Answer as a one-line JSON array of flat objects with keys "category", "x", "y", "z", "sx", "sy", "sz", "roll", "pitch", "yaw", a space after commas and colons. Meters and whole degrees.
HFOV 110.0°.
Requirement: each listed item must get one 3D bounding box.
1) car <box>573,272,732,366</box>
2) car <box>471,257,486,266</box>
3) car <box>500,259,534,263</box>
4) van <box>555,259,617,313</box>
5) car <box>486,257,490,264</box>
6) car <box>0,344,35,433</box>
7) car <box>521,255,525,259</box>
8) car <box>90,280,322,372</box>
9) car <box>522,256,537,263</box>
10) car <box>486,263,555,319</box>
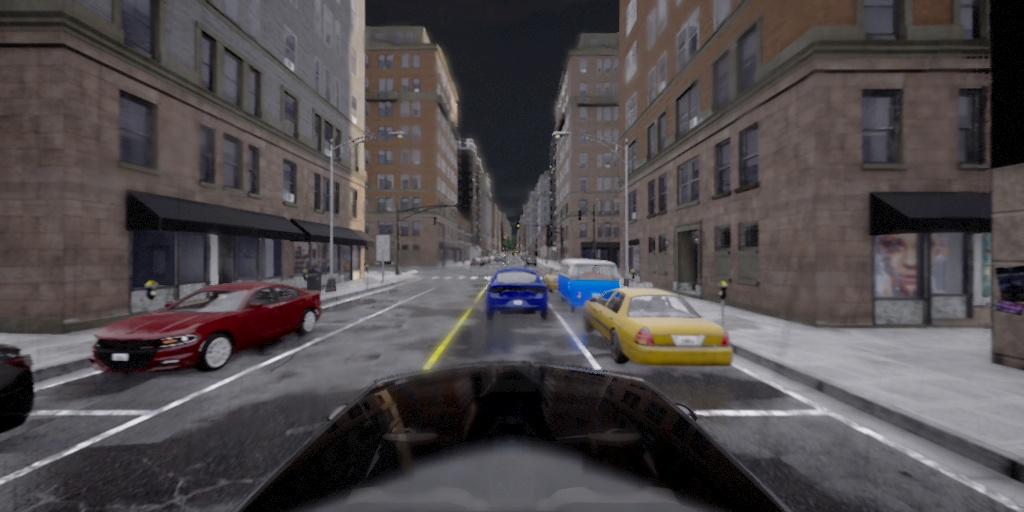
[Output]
[{"category": "car", "x": 2.670, "y": 1.233, "z": 7.773, "sx": 1.751, "sy": 1.417, "sz": 4.829, "roll": 0, "pitch": 0, "yaw": 0}, {"category": "car", "x": -5.527, "y": 0.934, "z": 56.720, "sx": 1.802, "sy": 1.307, "sz": 4.207, "roll": 0, "pitch": 0, "yaw": 1}, {"category": "car", "x": 0.421, "y": 1.166, "z": 27.450, "sx": 1.895, "sy": 1.301, "sz": 4.718, "roll": 0, "pitch": 0, "yaw": 5}, {"category": "van", "x": 2.672, "y": 1.007, "z": 13.276, "sx": 1.690, "sy": 1.789, "sz": 3.998, "roll": 0, "pitch": 0, "yaw": 0}, {"category": "car", "x": -5.455, "y": 0.876, "z": 62.248, "sx": 1.948, "sy": 1.339, "sz": 4.313, "roll": 0, "pitch": 0, "yaw": 1}, {"category": "car", "x": -5.858, "y": 1.314, "z": 1.936, "sx": 1.948, "sy": 1.339, "sz": 4.313, "roll": 0, "pitch": 0, "yaw": 0}, {"category": "car", "x": 3.070, "y": 0.855, "z": 62.143, "sx": 1.888, "sy": 1.381, "sz": 4.507, "roll": 0, "pitch": 0, "yaw": 1}, {"category": "car", "x": -5.856, "y": 1.253, "z": 7.608, "sx": 1.888, "sy": 1.381, "sz": 4.507, "roll": 0, "pitch": 0, "yaw": 0}, {"category": "car", "x": 2.998, "y": 0.917, "z": 56.613, "sx": 1.948, "sy": 1.339, "sz": 4.313, "roll": 0, "pitch": 0, "yaw": 1}, {"category": "car", "x": 0.126, "y": 1.151, "z": 12.497, "sx": 1.882, "sy": 1.535, "sz": 5.008, "roll": 0, "pitch": 0, "yaw": -1}]
